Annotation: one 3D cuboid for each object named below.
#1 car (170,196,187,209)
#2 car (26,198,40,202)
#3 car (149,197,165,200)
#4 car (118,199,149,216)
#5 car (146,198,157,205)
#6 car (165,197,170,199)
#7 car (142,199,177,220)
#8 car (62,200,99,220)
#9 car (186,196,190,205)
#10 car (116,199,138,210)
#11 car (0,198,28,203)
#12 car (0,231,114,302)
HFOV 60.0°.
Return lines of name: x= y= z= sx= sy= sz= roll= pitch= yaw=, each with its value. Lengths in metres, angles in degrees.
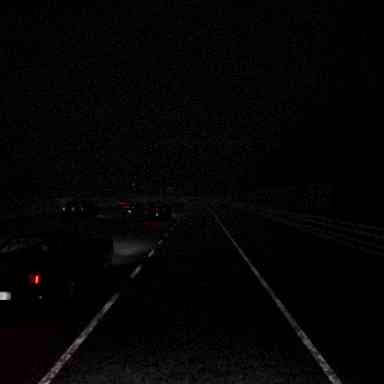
car: x=-2.343 y=1.994 z=56.875 sx=1.882 sy=1.535 sz=5.008 roll=1 pitch=-1 yaw=1
car: x=-23.544 y=1.637 z=48.088 sx=2.128 sy=1.511 sz=4.902 roll=1 pitch=-1 yaw=1
car: x=-5.919 y=1.907 z=53.354 sx=1.882 sy=1.535 sz=5.008 roll=1 pitch=-1 yaw=1
car: x=-6.291 y=1.751 z=36.258 sx=1.837 sy=1.490 sz=4.892 roll=1 pitch=-1 yaw=1
car: x=-8.971 y=2.180 z=74.112 sx=1.812 sy=1.442 sz=4.674 roll=1 pitch=-1 yaw=1
car: x=-5.472 y=2.239 z=74.033 sx=2.033 sy=1.411 sz=5.357 roll=1 pitch=-1 yaw=1
car: x=-2.908 y=1.729 z=30.789 sx=2.128 sy=1.511 sz=4.902 roll=1 pitch=-1 yaw=1
car: x=-9.924 y=1.493 z=29.983 sx=2.097 sy=1.767 sz=4.553 roll=1 pitch=-1 yaw=1
car: x=-1.973 y=2.268 z=73.958 sx=1.812 sy=1.442 sz=4.674 roll=1 pitch=-1 yaw=1
car: x=-9.516 y=1.824 z=48.927 sx=2.128 sy=1.511 sz=4.902 roll=1 pitch=-1 yaw=1
car: x=-20.328 y=1.666 z=36.203 sx=1.895 sy=1.301 sz=4.718 roll=1 pitch=-1 yaw=2
car: x=-3.397 y=1.632 z=8.319 sx=1.895 sy=1.301 sz=4.718 roll=1 pitch=-1 yaw=1
